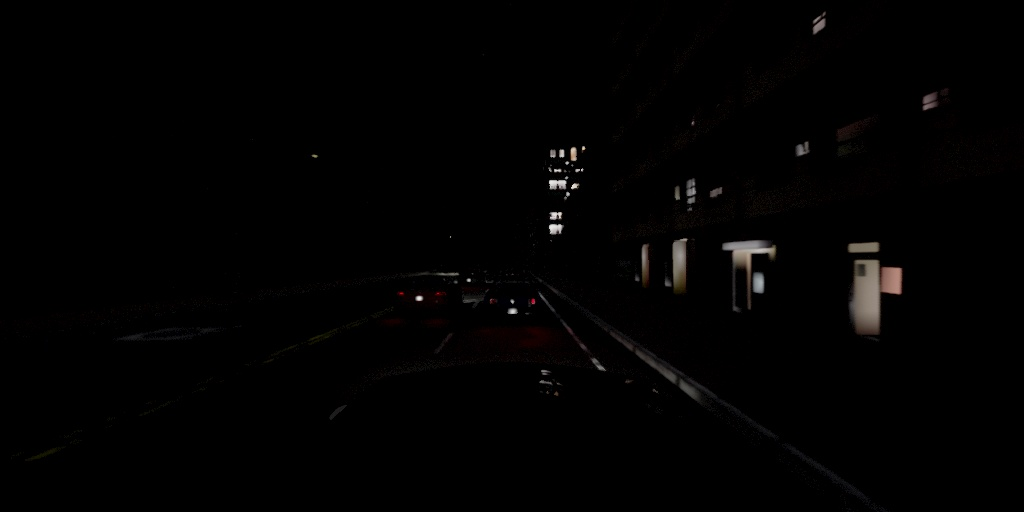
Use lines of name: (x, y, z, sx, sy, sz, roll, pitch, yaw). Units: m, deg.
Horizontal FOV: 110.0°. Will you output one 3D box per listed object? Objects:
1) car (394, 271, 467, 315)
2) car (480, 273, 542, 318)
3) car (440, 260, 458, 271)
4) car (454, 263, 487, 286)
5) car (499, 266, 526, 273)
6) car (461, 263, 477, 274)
car: (-3.202, 1.460, 14.441, 1.994, 1.385, 4.181, 0, -1, 0)
car: (0.040, 1.486, 13.541, 1.895, 1.301, 4.718, 0, -1, 0)
car: (-9.788, 1.599, 56.216, 2.150, 2.045, 5.566, 0, -1, 1)
car: (-3.206, 1.571, 29.211, 1.837, 1.490, 4.892, 0, 0, 0)
car: (0.045, 1.570, 29.172, 1.837, 1.490, 4.892, 0, 0, 0)
car: (-6.551, 1.867, 54.953, 1.837, 1.490, 4.892, 0, -1, 1)
